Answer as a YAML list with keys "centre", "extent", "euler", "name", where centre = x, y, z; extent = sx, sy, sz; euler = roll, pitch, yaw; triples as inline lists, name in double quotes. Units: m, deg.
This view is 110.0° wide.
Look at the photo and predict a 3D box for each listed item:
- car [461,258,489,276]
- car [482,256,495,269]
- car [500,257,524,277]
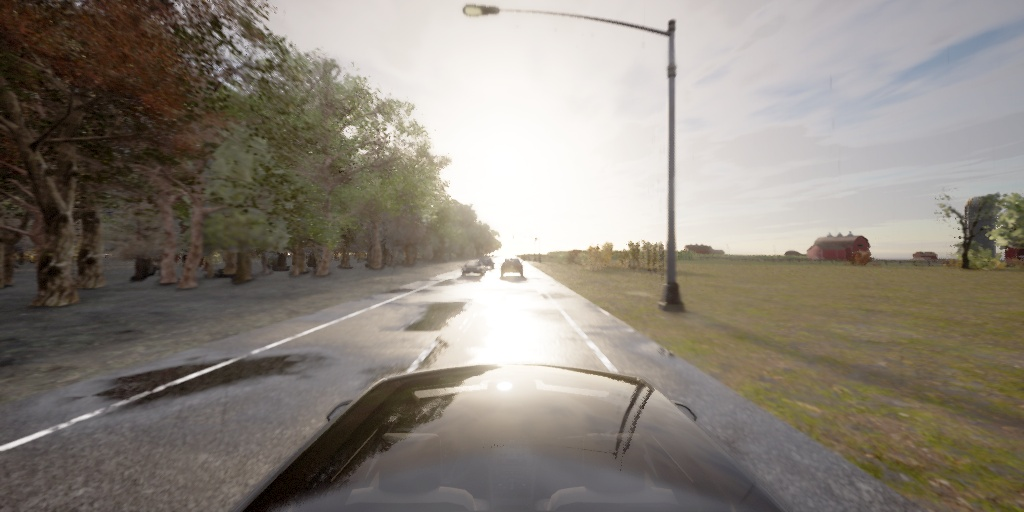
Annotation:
- centre: [-3.481, 1.163, 33.412]
  extent: [1.895, 1.301, 4.718]
  euler: [0, 0, 0]
  name: "car"
- centre: [-3.437, 0.811, 49.742]
  extent: [2.097, 1.767, 4.553]
  euler: [0, 0, 0]
  name: "car"
- centre: [0.018, 0.915, 33.231]
  extent: [2.097, 1.767, 4.553]
  euler: [0, 0, 0]
  name: "car"
